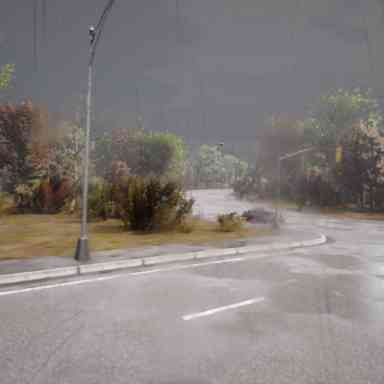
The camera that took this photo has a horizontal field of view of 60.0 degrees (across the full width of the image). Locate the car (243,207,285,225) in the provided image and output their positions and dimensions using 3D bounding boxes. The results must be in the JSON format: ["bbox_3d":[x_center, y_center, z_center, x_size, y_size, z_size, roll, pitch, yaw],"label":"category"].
[{"bbox_3d":[6.179,2.044,29.017,1.994,1.385,4.181,2,-1,-24],"label":"car"}]
